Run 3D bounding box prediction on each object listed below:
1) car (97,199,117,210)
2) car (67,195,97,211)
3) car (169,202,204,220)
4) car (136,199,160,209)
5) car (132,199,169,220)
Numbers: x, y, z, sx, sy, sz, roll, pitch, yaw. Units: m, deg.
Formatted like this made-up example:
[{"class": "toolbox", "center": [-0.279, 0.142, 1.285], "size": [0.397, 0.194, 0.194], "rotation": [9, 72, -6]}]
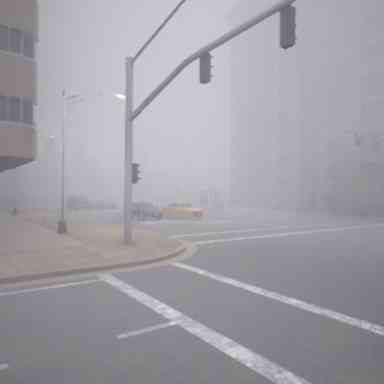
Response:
[{"class": "car", "center": [-12.294, 1.743, 46.649], "size": [2.033, 1.411, 5.357], "rotation": [1, 0, -36]}, {"class": "car", "center": [-15.103, 1.467, 44.566], "size": [2.150, 2.045, 5.566], "rotation": [1, 0, -36]}, {"class": "car", "center": [-0.891, 1.665, 30.825], "size": [1.882, 1.535, 5.008], "rotation": [1, 0, -36]}, {"class": "car", "center": [-6.814, 1.790, 51.071], "size": [1.812, 1.442, 4.674], "rotation": [1, 0, -35]}, {"class": "car", "center": [-4.355, 1.654, 29.637], "size": [1.837, 1.490, 4.892], "rotation": [1, 0, -36]}]
